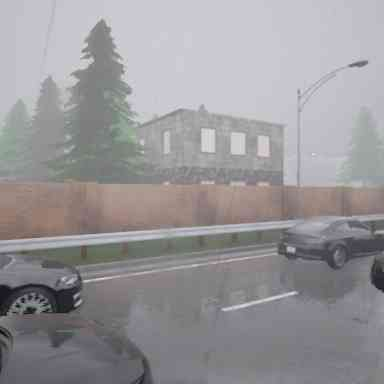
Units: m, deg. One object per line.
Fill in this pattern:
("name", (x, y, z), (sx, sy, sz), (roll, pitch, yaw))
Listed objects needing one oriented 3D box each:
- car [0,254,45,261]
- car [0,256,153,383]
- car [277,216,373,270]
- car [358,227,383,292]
("car", (-4.244, 1.492, 5.125), (4.902, 1.511, 2.128), (0, 0, -33))
("car", (-2.581, 1.505, 2.031), (4.892, 1.490, 1.837), (0, 0, -33))
("car", (4.834, 1.522, 11.028), (4.674, 1.442, 1.812), (0, 0, -33))
("car", (5.996, 1.560, 7.609), (4.181, 1.385, 1.994), (0, 0, -33))
